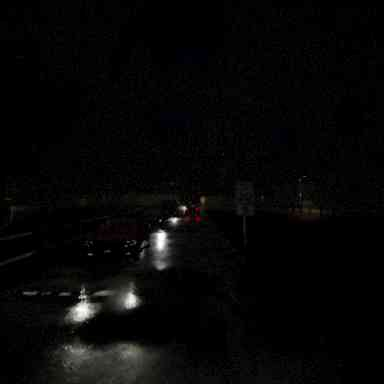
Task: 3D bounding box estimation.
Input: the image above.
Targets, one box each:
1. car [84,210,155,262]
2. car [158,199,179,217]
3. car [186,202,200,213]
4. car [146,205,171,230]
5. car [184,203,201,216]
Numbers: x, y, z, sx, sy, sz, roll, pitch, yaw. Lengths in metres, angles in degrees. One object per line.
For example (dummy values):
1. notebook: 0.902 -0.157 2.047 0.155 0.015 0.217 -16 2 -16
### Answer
1. car: -2.806 1.715 13.396 1.882 1.535 5.008 -1 -1 -1
2. car: -2.756 1.933 39.893 2.150 2.045 5.566 -1 -1 0
3. car: 0.096 2.437 53.650 2.128 1.511 4.902 -1 -1 0
4. car: -2.808 1.958 24.576 1.812 1.442 4.674 -1 -1 0
5. car: 0.076 2.272 43.367 1.812 1.442 4.674 -1 -1 0
